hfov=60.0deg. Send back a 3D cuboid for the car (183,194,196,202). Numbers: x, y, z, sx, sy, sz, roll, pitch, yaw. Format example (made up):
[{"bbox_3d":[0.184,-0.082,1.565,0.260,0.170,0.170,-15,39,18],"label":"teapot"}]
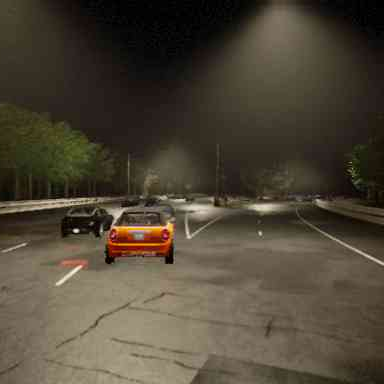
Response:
[{"bbox_3d":[-0.168,1.374,77.484,2.097,1.767,4.553,0,0,6],"label":"car"}]

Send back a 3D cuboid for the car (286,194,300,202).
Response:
[{"bbox_3d":[23.969,1.684,80.535,2.128,1.511,4.902,0,0,28],"label":"car"}]

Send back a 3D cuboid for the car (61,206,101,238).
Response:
[{"bbox_3d":[-5.322,1.480,17.447,1.837,1.490,4.892,0,0,-2],"label":"car"}]

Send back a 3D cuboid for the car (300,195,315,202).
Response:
[{"bbox_3d":[27.653,1.770,80.014,1.895,1.301,4.718,0,0,28],"label":"car"}]

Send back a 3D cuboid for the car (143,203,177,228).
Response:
[{"bbox_3d":[-2.131,1.545,23.643,2.033,1.411,5.357,0,0,-1],"label":"car"}]

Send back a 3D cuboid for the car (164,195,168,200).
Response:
[{"bbox_3d":[-7.012,1.500,79.467,1.812,1.442,4.674,0,0,6],"label":"car"}]

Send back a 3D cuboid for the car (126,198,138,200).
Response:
[{"bbox_3d":[-8.932,1.532,48.961,1.994,1.385,4.181,0,0,2],"label":"car"}]

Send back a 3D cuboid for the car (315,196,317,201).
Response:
[{"bbox_3d":[32.305,1.618,88.801,1.812,1.442,4.674,0,0,28],"label":"car"}]

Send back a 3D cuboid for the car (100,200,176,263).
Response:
[{"bbox_3d":[-1.687,1.351,12.098,2.097,1.767,4.553,0,0,-3],"label":"car"}]

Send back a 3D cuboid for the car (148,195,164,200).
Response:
[{"bbox_3d":[-5.465,1.517,47.196,1.812,1.442,4.674,0,0,2],"label":"car"}]
